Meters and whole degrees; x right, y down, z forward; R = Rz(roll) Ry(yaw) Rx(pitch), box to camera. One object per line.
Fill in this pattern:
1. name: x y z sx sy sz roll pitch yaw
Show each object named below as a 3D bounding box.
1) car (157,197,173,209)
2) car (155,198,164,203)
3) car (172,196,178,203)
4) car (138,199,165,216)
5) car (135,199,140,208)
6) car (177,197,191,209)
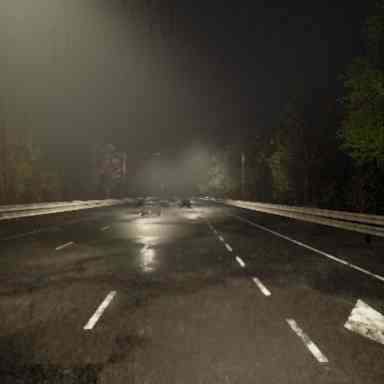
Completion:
1. car: -4.616 1.949 54.619 2.033 1.411 5.357 1 -1 -1
2. car: -8.991 2.300 92.366 1.895 1.301 4.718 1 -1 -1
3. car: -5.442 2.200 90.393 1.882 1.535 5.008 1 -1 -1
4. car: -4.157 1.755 34.856 1.812 1.442 4.674 1 -1 -1
5. car: -8.116 1.873 54.620 1.837 1.490 4.892 1 -1 -1
6. car: -1.115 1.944 54.659 1.837 1.490 4.892 1 -1 -1
